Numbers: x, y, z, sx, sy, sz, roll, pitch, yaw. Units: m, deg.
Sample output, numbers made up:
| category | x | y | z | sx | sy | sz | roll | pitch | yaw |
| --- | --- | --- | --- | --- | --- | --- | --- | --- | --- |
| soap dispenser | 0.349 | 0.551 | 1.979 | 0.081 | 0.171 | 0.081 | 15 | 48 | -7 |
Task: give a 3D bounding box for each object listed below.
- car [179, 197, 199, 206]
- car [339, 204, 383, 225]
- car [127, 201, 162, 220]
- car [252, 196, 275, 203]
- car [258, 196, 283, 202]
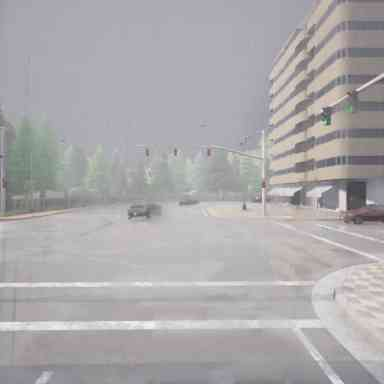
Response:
| category | x | y | z | sx | sy | sz | roll | pitch | yaw |
| --- | --- | --- | --- | --- | --- | --- | --- | --- | --- |
| car | -0.397 | 1.491 | 55.083 | 2.128 | 1.511 | 4.902 | 0 | 0 | 23 |
| car | 13.172 | 1.581 | 24.090 | 4.674 | 1.442 | 1.812 | 0 | 0 | -1 |
| car | -3.999 | 1.505 | 28.650 | 2.128 | 1.511 | 4.902 | 0 | 1 | 11 |
| car | 14.216 | 1.526 | 67.838 | 4.674 | 1.442 | 1.812 | 0 | 0 | -34 |
| car | 17.411 | 1.540 | 73.658 | 5.357 | 1.411 | 2.033 | 0 | 0 | -23 |
